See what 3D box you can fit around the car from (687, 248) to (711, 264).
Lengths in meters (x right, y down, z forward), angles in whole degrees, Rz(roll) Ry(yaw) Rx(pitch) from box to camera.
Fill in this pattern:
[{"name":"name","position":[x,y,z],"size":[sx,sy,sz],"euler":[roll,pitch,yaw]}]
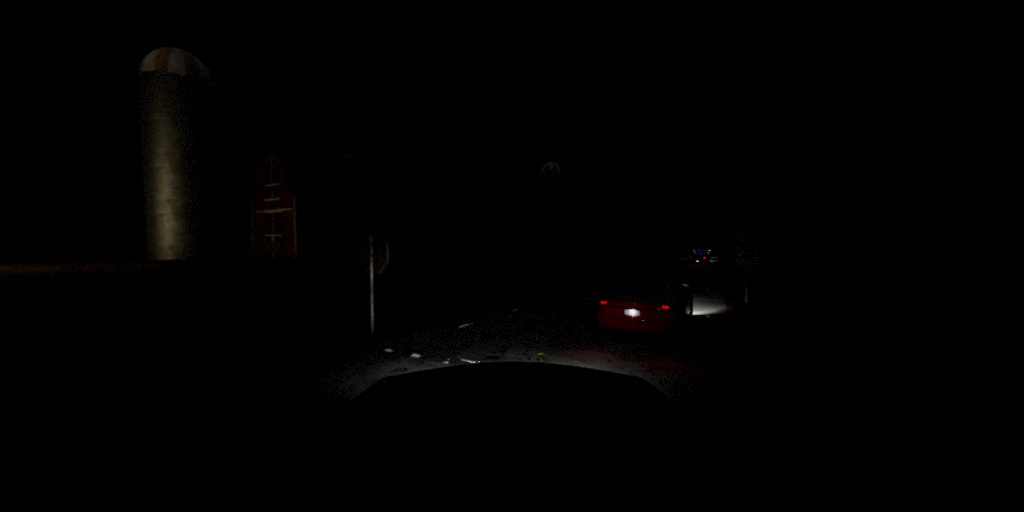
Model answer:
[{"name":"car","position":[19.403,0.121,37.253],"size":[1.895,1.301,4.718],"euler":[1,3,30]}]

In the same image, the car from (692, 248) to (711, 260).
[{"name":"car","position":[24.356,-0.326,46.079],"size":[1.994,1.385,4.181],"euler":[1,3,30]}]

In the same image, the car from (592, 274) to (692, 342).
[{"name":"car","position":[3.590,1.155,9.500],"size":[1.994,1.385,4.181],"euler":[1,2,30]}]
